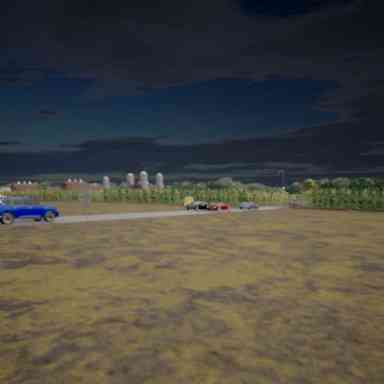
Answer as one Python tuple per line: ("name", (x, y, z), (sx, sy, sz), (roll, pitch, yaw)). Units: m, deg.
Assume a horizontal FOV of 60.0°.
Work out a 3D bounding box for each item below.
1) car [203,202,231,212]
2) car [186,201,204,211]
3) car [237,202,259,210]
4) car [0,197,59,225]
("car", (4.154, 2.302, 50.713), (1.895, 1.301, 4.718), (0, -1, 36))
("car", (1.014, 2.136, 51.233), (1.882, 1.535, 5.008), (0, -1, 36))
("car", (9.973, 2.413, 58.931), (2.033, 1.411, 5.357), (0, -1, 36))
("car", (-13.388, 1.414, 26.257), (2.150, 2.045, 5.566), (0, -1, 36))
